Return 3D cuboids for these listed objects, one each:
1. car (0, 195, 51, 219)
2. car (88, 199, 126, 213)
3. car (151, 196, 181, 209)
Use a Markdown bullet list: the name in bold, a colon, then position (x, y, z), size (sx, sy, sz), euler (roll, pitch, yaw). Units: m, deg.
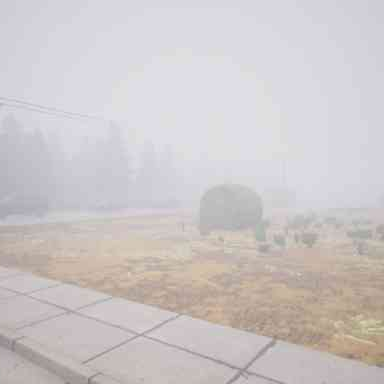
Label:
- **car**: position (-15.476, 1.257, 29.693), size (2.150, 2.045, 5.566), euler (0, 0, 36)
- **car**: position (-9.526, 1.562, 37.740), size (1.812, 1.442, 4.674), euler (0, 0, 37)
- **car**: position (-3.559, 1.388, 45.816), size (2.097, 1.767, 4.553), euler (0, 0, 37)
